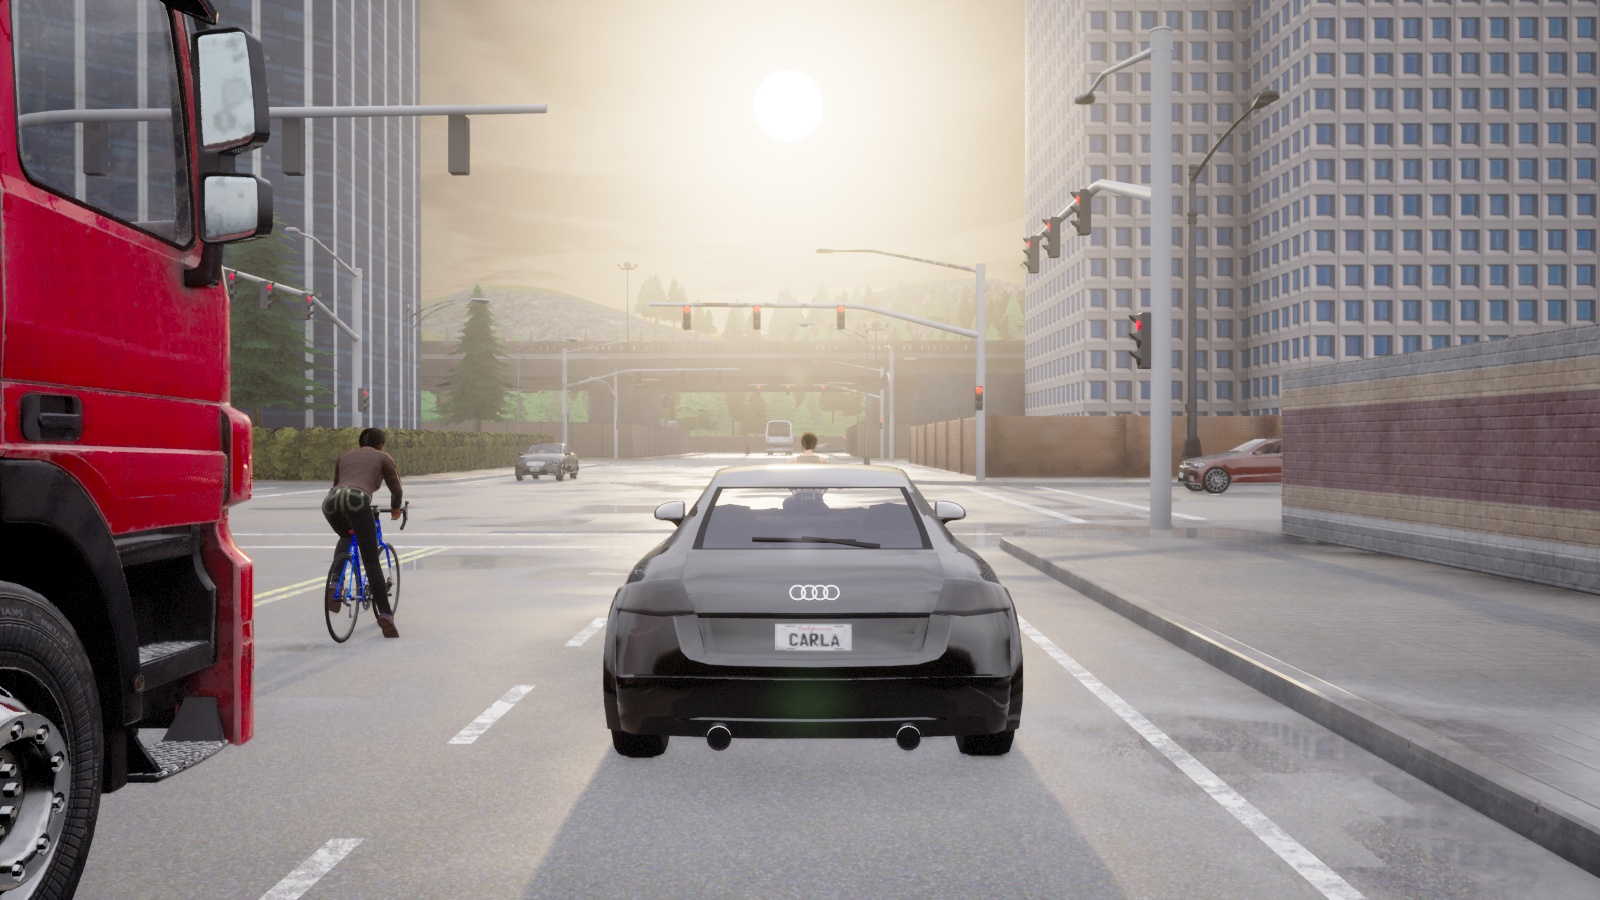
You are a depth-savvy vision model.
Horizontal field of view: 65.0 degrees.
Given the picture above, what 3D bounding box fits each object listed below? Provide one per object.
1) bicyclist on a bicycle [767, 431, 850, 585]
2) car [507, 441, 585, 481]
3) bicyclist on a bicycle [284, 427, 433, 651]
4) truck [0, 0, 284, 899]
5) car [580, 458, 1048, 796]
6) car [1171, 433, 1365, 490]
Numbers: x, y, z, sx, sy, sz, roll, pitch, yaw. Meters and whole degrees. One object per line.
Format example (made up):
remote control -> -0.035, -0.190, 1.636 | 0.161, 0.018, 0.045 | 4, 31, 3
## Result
bicyclist on a bicycle -> 0.093, 0.604, 13.963 | 0.866, 1.612, 1.509 | 0, 0, 0
car -> -10.185, 0.408, 50.752 | 2.128, 1.511, 4.902 | 0, 0, 0
bicyclist on a bicycle -> -3.426, 0.641, 9.893 | 0.582, 1.620, 1.656 | 0, 0, 0
truck -> -3.478, -0.243, 0.926 | 2.891, 3.462, 7.936 | 0, 0, 0
car -> 0.060, 0.768, 7.443 | 1.994, 1.385, 4.181 | 0, 0, 0
car -> 13.928, 0.324, 37.603 | 5.027, 1.651, 2.152 | 0, 0, 1
